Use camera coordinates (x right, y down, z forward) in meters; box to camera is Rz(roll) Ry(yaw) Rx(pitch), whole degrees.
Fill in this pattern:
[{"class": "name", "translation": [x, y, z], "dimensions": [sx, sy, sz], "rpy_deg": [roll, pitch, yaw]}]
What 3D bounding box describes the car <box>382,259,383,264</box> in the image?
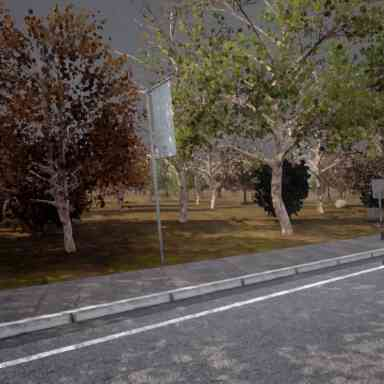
[{"class": "car", "translation": [7.049, 1.566, 8.787], "dimensions": [4.718, 1.301, 1.895], "rpy_deg": [0, 0, -34]}]
